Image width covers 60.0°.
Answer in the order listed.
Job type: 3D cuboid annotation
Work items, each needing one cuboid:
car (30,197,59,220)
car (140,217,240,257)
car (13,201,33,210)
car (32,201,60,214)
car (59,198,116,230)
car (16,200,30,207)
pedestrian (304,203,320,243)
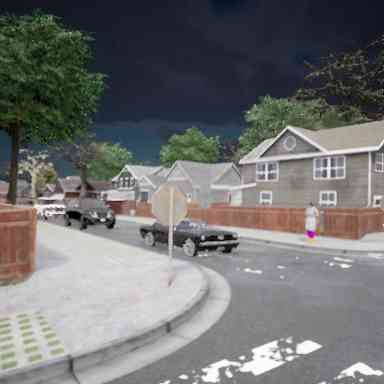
[{"bbox_3d":[-13.365,1.558,31.602,2.150,2.045,5.566,2,-2,-37],"label":"car"},{"bbox_3d":[-0.254,1.677,13.329,1.895,1.301,4.718,2,-2,-35],"label":"car"},{"bbox_3d":[-27.376,2.168,53.904,1.812,1.442,4.674,2,-2,-40],"label":"car"},{"bbox_3d":[-19.466,2.040,44.264,2.128,1.511,4.902,2,-2,-39],"label":"car"},{"bbox_3d":[-7.215,1.447,23.221,2.150,2.045,5.566,2,-2,-36],"label":"car"},{"bbox_3d":[-19.579,1.784,39.769,2.097,1.767,4.553,2,-2,-38],"label":"car"},{"bbox_3d":[5.489,1.382,15.359,0.375,1.860,0.375,1,-1,-35],"label":"pedestrian"}]
